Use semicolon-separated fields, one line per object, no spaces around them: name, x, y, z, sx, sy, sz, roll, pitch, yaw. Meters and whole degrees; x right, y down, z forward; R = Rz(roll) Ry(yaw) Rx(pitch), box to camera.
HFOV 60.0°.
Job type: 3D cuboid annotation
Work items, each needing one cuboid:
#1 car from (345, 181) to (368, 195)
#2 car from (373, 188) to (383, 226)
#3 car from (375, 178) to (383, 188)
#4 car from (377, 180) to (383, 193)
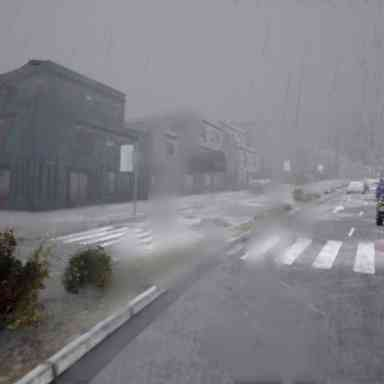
car;19.474;-0.482;39.398;1.812;1.442;4.674;0;3;30
car;10.297;0.786;16.719;2.128;1.511;4.902;0;3;29
car;17.712;-0.291;29.790;2.150;2.045;5.566;0;3;30
car;24.466;-0.752;41.688;2.128;1.511;4.902;0;3;30
